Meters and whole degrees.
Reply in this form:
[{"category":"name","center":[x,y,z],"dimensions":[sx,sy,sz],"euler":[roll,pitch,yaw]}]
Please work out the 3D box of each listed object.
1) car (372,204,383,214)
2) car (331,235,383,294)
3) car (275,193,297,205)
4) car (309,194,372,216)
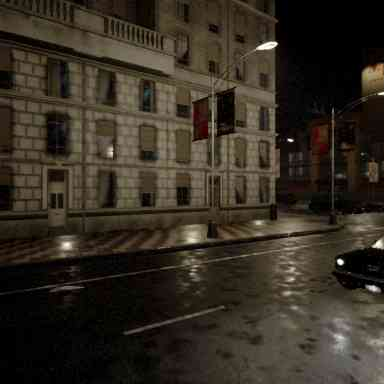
[{"category":"car","center":[17.721,1.564,34.946],"dimensions":[1.994,1.385,4.181],"euler":[0,0,-38]},{"category":"car","center":[5.382,1.601,7.885],"dimensions":[4.718,1.301,1.895],"euler":[0,0,-36]},{"category":"car","center":[15.434,1.214,57.500],"dimensions":[2.150,2.045,5.566],"euler":[0,-1,-37]},{"category":"car","center":[14.376,1.223,33.187],"dimensions":[2.150,2.045,5.566],"euler":[0,0,-34]}]
